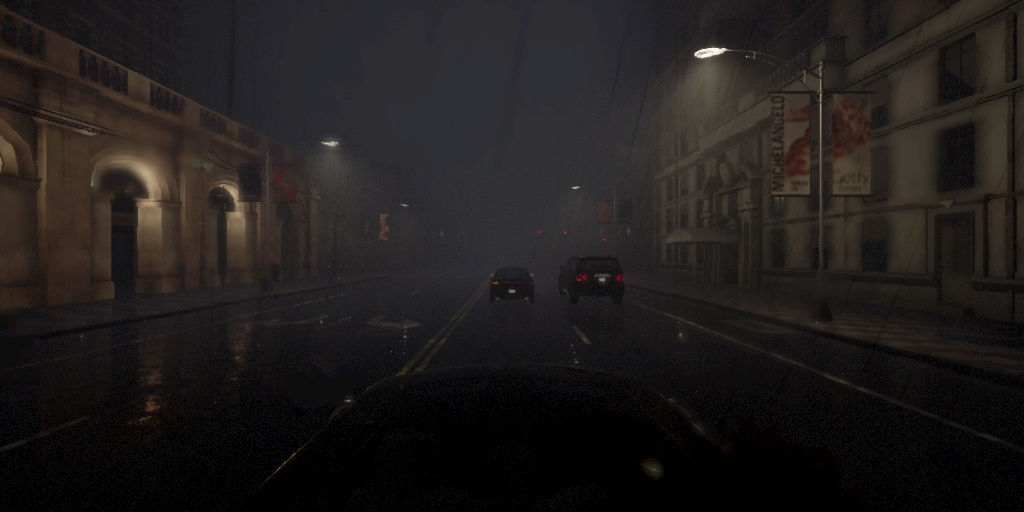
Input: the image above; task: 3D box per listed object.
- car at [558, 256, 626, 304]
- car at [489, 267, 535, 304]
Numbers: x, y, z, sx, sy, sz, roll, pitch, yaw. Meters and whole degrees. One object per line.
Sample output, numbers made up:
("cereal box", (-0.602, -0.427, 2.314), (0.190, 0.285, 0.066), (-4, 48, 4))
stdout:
("car", (3.499, 1.007, 16.540), (2.150, 2.045, 5.566), (0, 0, 0))
("car", (-0.001, 1.234, 16.503), (1.882, 1.535, 5.008), (0, 0, 0))
